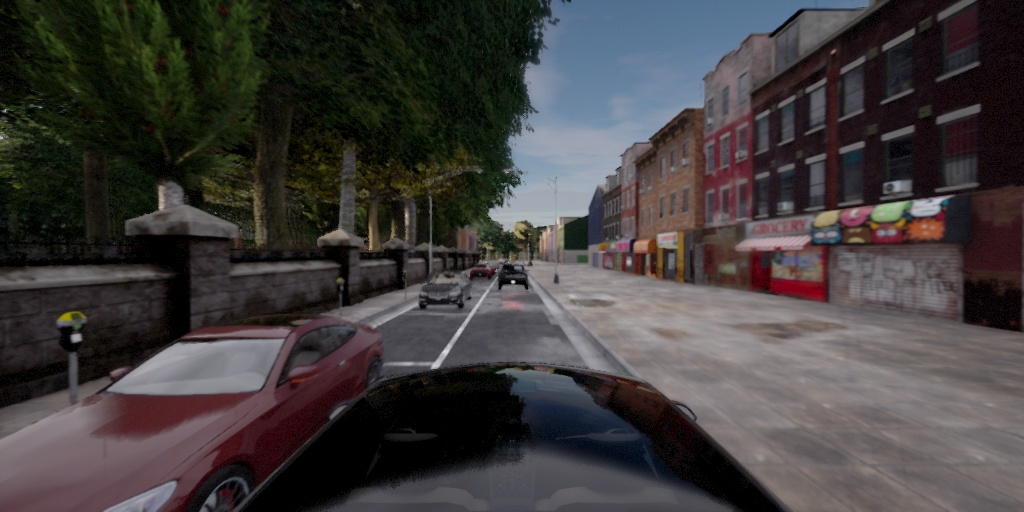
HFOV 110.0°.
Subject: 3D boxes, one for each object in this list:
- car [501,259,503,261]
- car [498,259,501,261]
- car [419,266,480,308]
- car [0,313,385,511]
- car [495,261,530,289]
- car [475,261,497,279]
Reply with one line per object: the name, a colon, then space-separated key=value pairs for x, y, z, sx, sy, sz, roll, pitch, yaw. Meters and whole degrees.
car: x=-2.669 y=1.365 z=49.167 sx=1.948 sy=1.339 sz=4.313 roll=0 pitch=0 yaw=0
car: x=-2.665 y=1.336 z=43.479 sx=2.007 sy=1.370 sz=4.403 roll=0 pitch=0 yaw=0
car: x=-2.647 y=1.299 z=15.037 sx=2.007 sy=1.370 sz=4.403 roll=0 pitch=0 yaw=0
car: x=-2.640 y=1.331 z=3.660 sx=1.802 sy=1.307 sz=4.207 roll=0 pitch=0 yaw=0
car: x=0.073 y=1.260 z=23.237 sx=1.837 sy=1.490 sz=4.892 roll=0 pitch=0 yaw=0
car: x=-2.658 y=1.310 z=32.102 sx=1.888 sy=1.381 sz=4.507 roll=0 pitch=0 yaw=0
